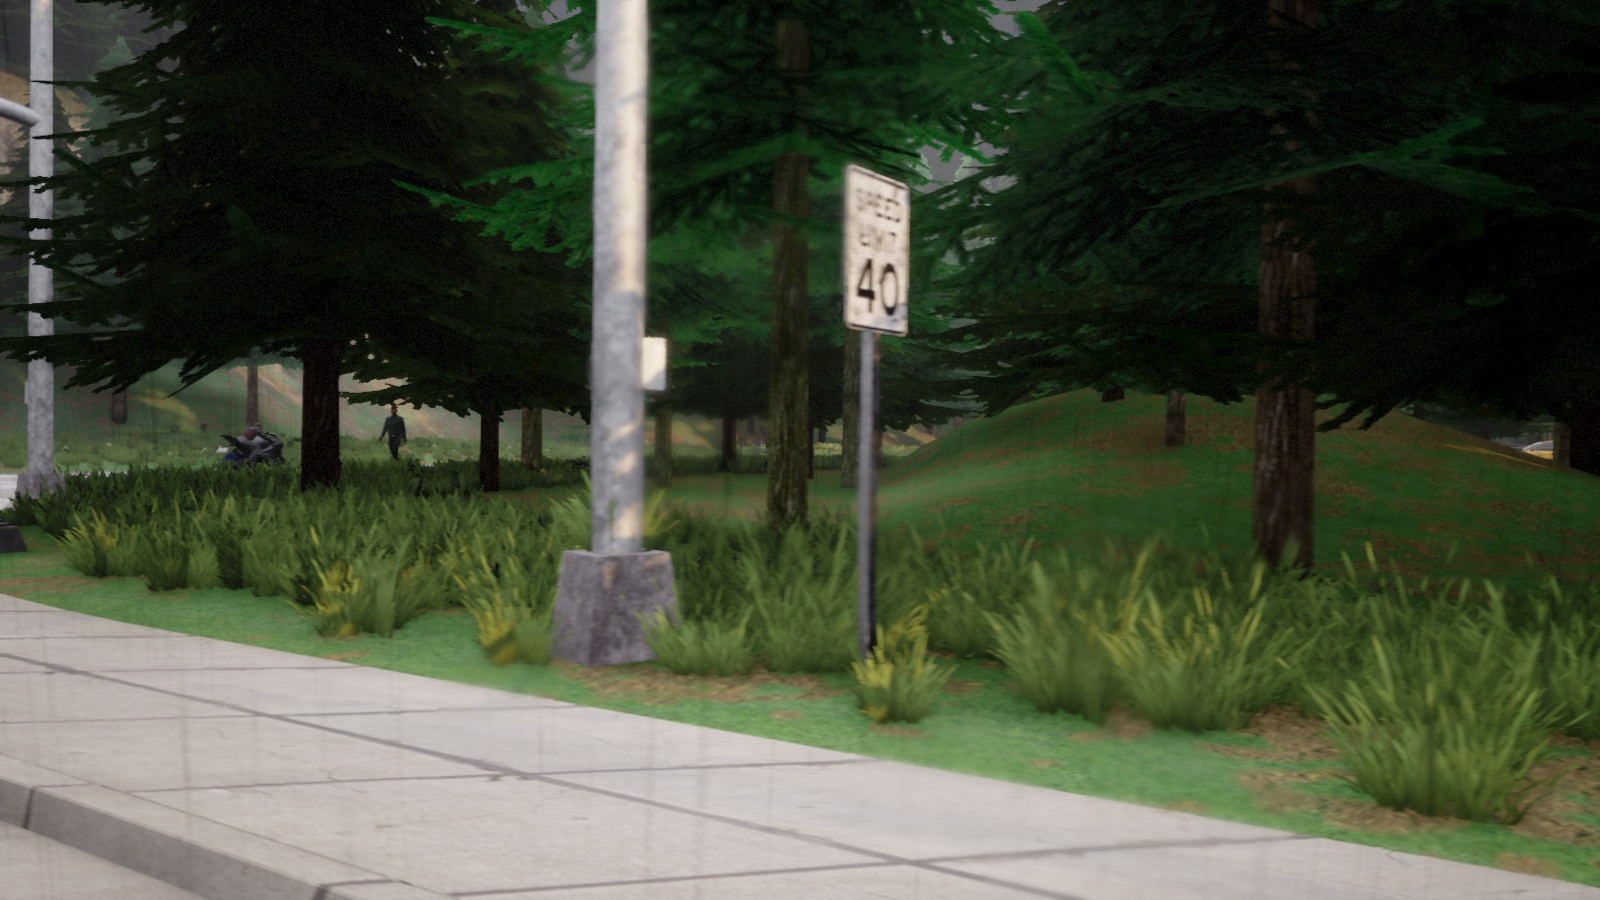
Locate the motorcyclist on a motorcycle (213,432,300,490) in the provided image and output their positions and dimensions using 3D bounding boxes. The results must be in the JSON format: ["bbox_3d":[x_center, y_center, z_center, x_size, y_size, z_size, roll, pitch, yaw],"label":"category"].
[{"bbox_3d":[-14.901,0.283,34.486,0.866,1.530,2.191,1,1,24],"label":"motorcyclist on a motorcycle"}]

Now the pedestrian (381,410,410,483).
[{"bbox_3d":[-10.824,-0.097,33.611,0.423,1.949,0.788,0,1,7],"label":"pedestrian"}]

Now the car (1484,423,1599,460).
[{"bbox_3d":[32.733,-0.380,54.313,5.366,1.575,1.801,0,1,33],"label":"car"}]
